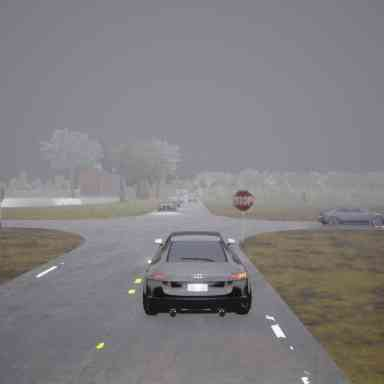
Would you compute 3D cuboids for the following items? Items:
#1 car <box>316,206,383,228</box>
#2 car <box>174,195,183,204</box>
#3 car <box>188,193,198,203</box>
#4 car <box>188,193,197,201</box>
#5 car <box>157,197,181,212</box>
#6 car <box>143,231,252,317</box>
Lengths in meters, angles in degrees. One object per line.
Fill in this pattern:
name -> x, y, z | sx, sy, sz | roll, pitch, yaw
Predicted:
car -> 10.521, 1.609, 22.080 | 4.181, 1.385, 1.994 | 0, -1, 3
car -> -2.717, 1.450, 48.900 | 1.882, 1.535, 5.008 | 0, 0, 0
car -> 0.157, 1.489, 69.679 | 1.994, 1.385, 4.181 | 0, 0, 0
car -> 0.179, 1.113, 79.690 | 2.097, 1.767, 4.553 | 0, 0, 0
car -> -2.746, 1.548, 38.316 | 1.994, 1.385, 4.181 | 0, 0, 2
car -> 0.075, 1.565, 7.561 | 1.994, 1.385, 4.181 | 0, 0, -1
